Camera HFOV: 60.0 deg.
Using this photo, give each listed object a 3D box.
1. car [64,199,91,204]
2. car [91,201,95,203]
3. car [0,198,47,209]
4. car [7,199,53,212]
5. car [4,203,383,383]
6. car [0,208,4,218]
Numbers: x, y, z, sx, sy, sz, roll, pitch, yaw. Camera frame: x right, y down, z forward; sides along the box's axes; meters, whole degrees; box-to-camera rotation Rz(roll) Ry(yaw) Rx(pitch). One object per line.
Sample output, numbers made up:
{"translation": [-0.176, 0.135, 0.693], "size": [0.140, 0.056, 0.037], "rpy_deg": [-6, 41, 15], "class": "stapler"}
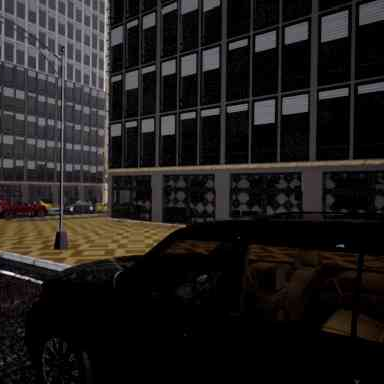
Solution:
{"translation": [-14.661, 1.703, 42.715], "size": [1.837, 1.490, 4.892], "rpy_deg": [1, 0, 37], "class": "car"}
{"translation": [-9.301, 1.827, 40.239], "size": [1.752, 1.417, 4.829], "rpy_deg": [1, 0, 37], "class": "car"}
{"translation": [-16.126, 1.516, 31.047], "size": [2.192, 1.841, 5.009], "rpy_deg": [1, 0, 37], "class": "car"}
{"translation": [-19.596, 1.639, 40.433], "size": [1.752, 1.417, 4.829], "rpy_deg": [1, 0, 37], "class": "car"}
{"translation": [0.699, 1.221, 3.184], "size": [5.566, 2.045, 2.150], "rpy_deg": [0, 0, 36], "class": "car"}
{"translation": [-7.283, 1.347, 8.905], "size": [4.553, 1.767, 2.097], "rpy_deg": [0, 0, 36], "class": "car"}
